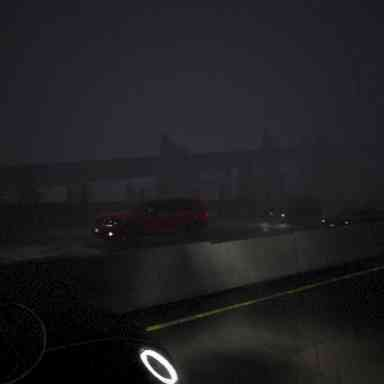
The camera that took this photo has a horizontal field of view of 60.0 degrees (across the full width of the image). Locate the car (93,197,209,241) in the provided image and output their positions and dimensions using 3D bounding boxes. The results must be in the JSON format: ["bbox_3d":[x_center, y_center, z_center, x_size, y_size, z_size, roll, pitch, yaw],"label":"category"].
[{"bbox_3d":[-1.748,1.268,15.624,5.566,2.045,2.150,0,0,-35],"label":"car"}]

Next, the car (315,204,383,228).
[{"bbox_3d":[9.585,1.600,19.374,4.892,1.490,1.837,1,-1,-35],"label":"car"}]

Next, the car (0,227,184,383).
[{"bbox_3d":[-2.233,1.358,2.153,4.553,1.767,2.097,0,0,-35],"label":"car"}]

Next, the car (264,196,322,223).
[{"bbox_3d":[8.351,1.330,27.069,5.566,2.045,2.150,1,0,-35],"label":"car"}]
